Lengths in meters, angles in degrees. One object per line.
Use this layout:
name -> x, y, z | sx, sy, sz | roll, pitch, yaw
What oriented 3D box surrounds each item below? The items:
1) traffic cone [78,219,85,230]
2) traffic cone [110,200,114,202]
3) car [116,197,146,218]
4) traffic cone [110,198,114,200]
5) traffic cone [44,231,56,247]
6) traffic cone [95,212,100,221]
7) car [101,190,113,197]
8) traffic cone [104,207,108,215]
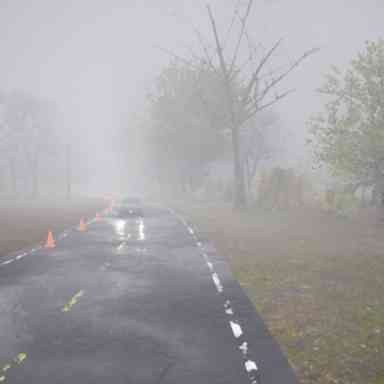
traffic cone -> -5.819, 1.702, 17.563 | 0.340, 0.580, 0.340 | 0, 1, -6
traffic cone -> -8.779, 1.421, 37.050 | 0.340, 0.580, 0.340 | 0, 1, -12
car -> -4.614, 1.137, 25.513 | 1.837, 1.490, 4.892 | 0, 1, -8
traffic cone -> -9.833, 1.351, 41.865 | 0.340, 0.580, 0.340 | 0, 1, -13
traffic cone -> -5.395, 1.773, 12.652 | 0.340, 0.580, 0.340 | 0, 1, -4
traffic cone -> -6.370, 1.631, 22.462 | 0.340, 0.580, 0.340 | 0, 1, -7
car -> -20.234, 0.209, 78.777 | 2.097, 1.767, 4.553 | 0, 1, -26
traffic cone -> -7.047, 1.561, 27.345 | 0.340, 0.580, 0.340 | 0, 1, -9
